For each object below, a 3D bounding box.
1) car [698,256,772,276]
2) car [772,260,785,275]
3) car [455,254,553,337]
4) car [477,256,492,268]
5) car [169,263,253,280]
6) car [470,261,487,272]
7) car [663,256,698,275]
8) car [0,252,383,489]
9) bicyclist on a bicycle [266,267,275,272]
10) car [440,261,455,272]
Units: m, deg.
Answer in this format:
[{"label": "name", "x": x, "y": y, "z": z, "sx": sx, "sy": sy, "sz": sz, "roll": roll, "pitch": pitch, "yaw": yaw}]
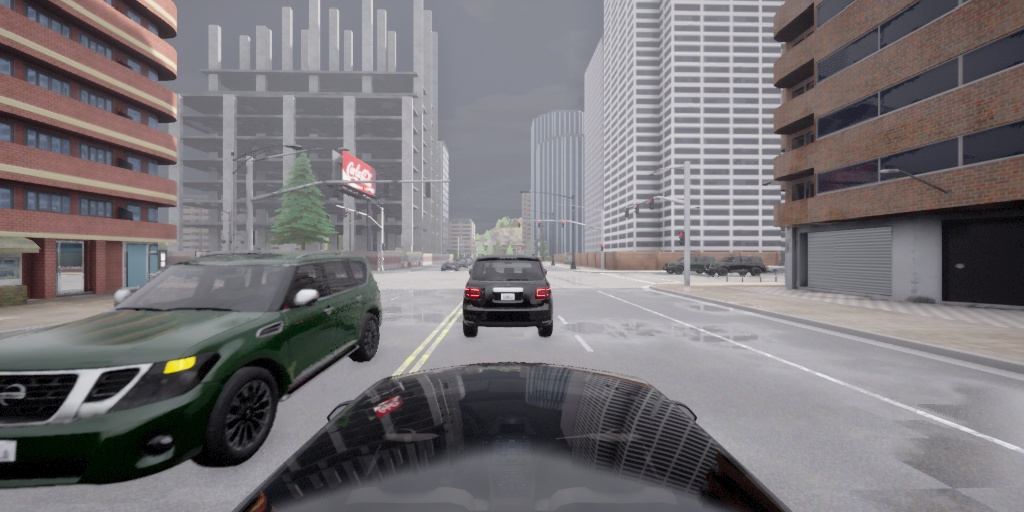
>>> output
[{"label": "car", "x": 22.015, "y": 0.971, "z": 35.561, "sx": 5.566, "sy": 2.045, "sz": 2.150, "roll": 0, "pitch": 0, "yaw": -2}, {"label": "car", "x": 29.536, "y": 1.350, "z": 39.239, "sx": 4.718, "sy": 1.301, "sz": 1.895, "roll": 0, "pitch": 0, "yaw": -1}, {"label": "car", "x": -0.116, "y": 0.971, "z": 10.421, "sx": 2.150, "sy": 2.045, "sz": 5.566, "roll": 0, "pitch": 0, "yaw": -1}, {"label": "car", "x": -4.771, "y": 0.975, "z": 62.793, "sx": 2.150, "sy": 2.045, "sz": 5.566, "roll": 0, "pitch": 0, "yaw": -1}, {"label": "car", "x": -25.608, "y": 1.297, "z": 30.650, "sx": 5.357, "sy": 1.411, "sz": 2.033, "roll": 0, "pitch": 0, "yaw": -1}, {"label": "car", "x": -4.521, "y": 1.351, "z": 48.653, "sx": 1.895, "sy": 1.301, "sz": 4.718, "roll": 0, "pitch": 0, "yaw": -1}, {"label": "car", "x": 19.406, "y": 0.972, "z": 38.992, "sx": 5.566, "sy": 2.045, "sz": 2.150, "roll": 0, "pitch": 0, "yaw": -1}, {"label": "car", "x": -3.674, "y": 0.966, "z": 5.236, "sx": 2.150, "sy": 2.045, "sz": 5.566, "roll": 0, "pitch": 1, "yaw": -2}, {"label": "bicyclist on a bicycle", "x": -28.682, "y": 1.051, "z": 42.559, "sx": 0.582, "sy": 1.620, "sz": 1.656, "roll": 0, "pitch": 0, "yaw": -1}, {"label": "car", "x": -7.978, "y": 1.313, "z": 46.451, "sx": 1.994, "sy": 1.385, "sz": 4.181, "roll": 0, "pitch": 0, "yaw": -1}]
